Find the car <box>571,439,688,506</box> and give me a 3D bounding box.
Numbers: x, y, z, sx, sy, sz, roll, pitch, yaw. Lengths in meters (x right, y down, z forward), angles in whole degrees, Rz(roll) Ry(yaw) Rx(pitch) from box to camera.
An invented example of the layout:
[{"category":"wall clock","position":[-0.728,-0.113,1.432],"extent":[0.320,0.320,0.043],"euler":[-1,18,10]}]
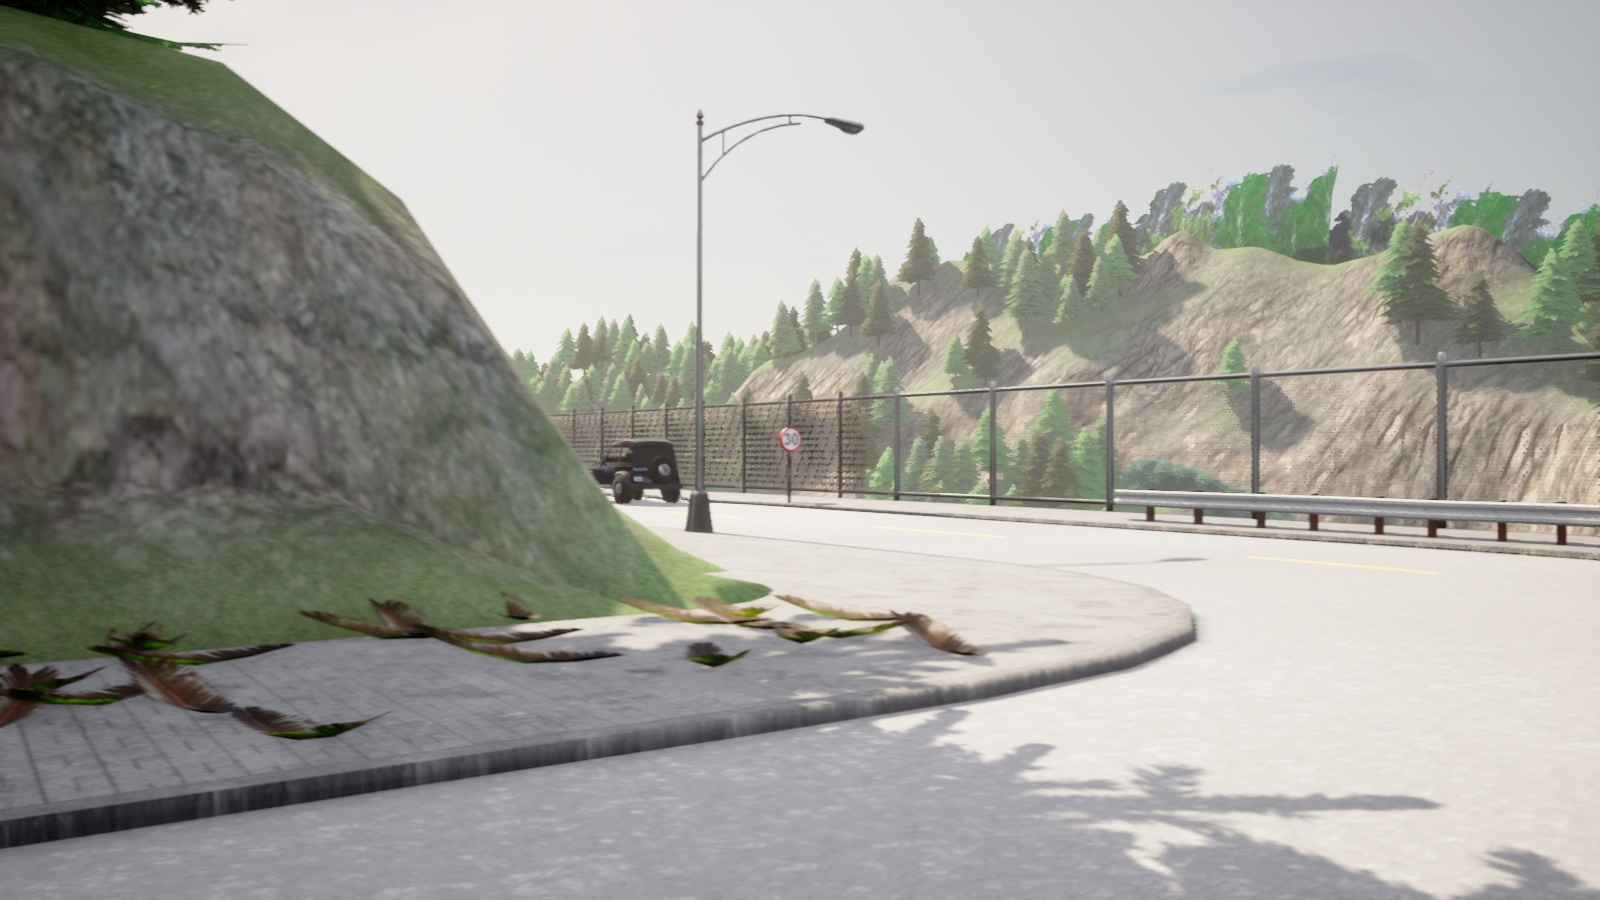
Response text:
[{"category":"car","position":[-5.163,0.644,37.644],"extent":[1.905,1.878,3.866],"euler":[0,0,-35]}]
